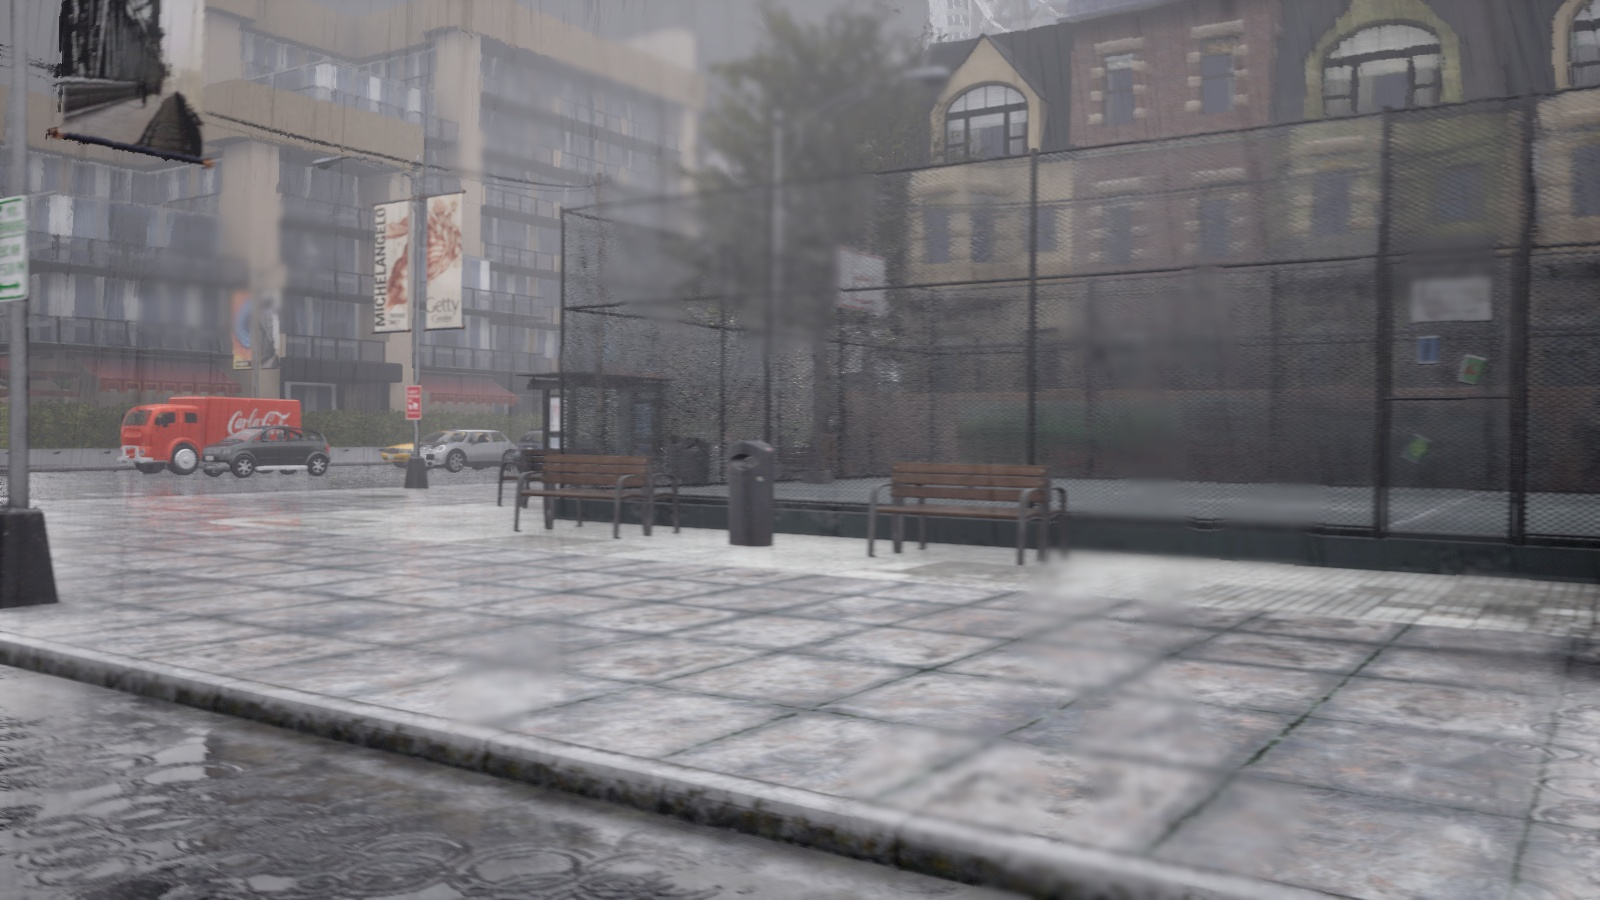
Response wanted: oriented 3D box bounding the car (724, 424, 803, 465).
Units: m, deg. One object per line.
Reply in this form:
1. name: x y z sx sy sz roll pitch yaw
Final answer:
1. car: -1.727 -0.281 60.396 1.905 1.878 3.866 0 1 33

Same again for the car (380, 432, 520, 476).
1. car: -13.483 0.127 48.762 1.801 1.575 5.366 0 1 33

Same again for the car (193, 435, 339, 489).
1. car: -16.198 0.335 38.214 1.789 1.549 3.705 0 1 33

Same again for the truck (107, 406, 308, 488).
1. truck: -18.937 -0.134 40.407 2.627 2.467 5.204 0 1 33

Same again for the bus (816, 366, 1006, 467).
1. bus: 5.450 -1.501 59.084 3.944 4.253 10.273 -3 -1 37

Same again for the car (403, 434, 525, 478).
1. car: -11.925 0.194 44.747 1.970 1.475 3.806 0 1 33

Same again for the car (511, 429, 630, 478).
1. car: -8.040 0.098 44.297 1.851 1.617 3.988 0 1 33
